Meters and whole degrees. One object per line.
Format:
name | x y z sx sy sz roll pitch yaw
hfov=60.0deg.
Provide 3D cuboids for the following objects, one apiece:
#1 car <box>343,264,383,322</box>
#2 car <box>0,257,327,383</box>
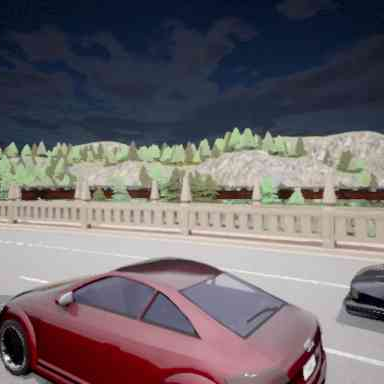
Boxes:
car | 5.091 1.515 4.556 5.357 1.411 2.033 0 0 36
car | -0.591 1.551 4.152 4.181 1.385 1.994 0 0 34
